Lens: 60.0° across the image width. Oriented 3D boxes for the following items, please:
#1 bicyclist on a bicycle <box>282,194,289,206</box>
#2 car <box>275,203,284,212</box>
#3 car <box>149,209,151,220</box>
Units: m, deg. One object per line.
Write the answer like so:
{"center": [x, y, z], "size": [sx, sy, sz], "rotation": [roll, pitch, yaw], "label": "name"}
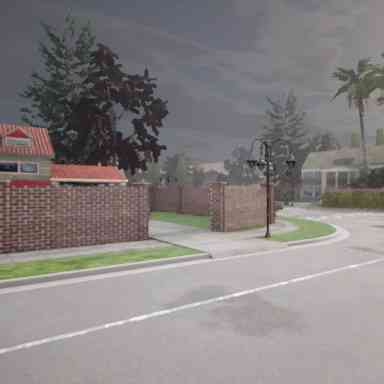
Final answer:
{"center": [13.060, 1.136, 46.455], "size": [1.656, 1.620, 0.582], "rotation": [0, 0, -35], "label": "bicyclist on a bicycle"}
{"center": [7.395, 1.396, 36.376], "size": [2.033, 1.411, 5.357], "rotation": [0, 0, -35], "label": "car"}
{"center": [-4.747, 1.139, 22.331], "size": [2.152, 1.636, 5.027], "rotation": [0, 0, -35], "label": "car"}
